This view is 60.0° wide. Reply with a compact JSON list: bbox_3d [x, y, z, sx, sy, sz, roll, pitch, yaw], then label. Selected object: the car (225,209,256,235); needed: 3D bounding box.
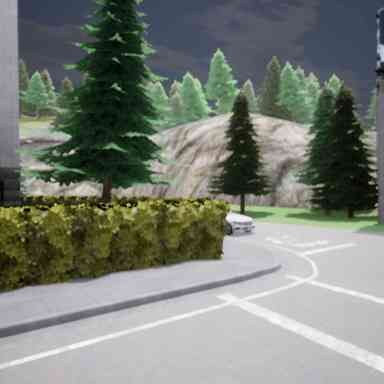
[{"bbox_3d":[1.475,1.550,19.119,1.812,1.442,4.674,-1,1,-42],"label":"car"}]
